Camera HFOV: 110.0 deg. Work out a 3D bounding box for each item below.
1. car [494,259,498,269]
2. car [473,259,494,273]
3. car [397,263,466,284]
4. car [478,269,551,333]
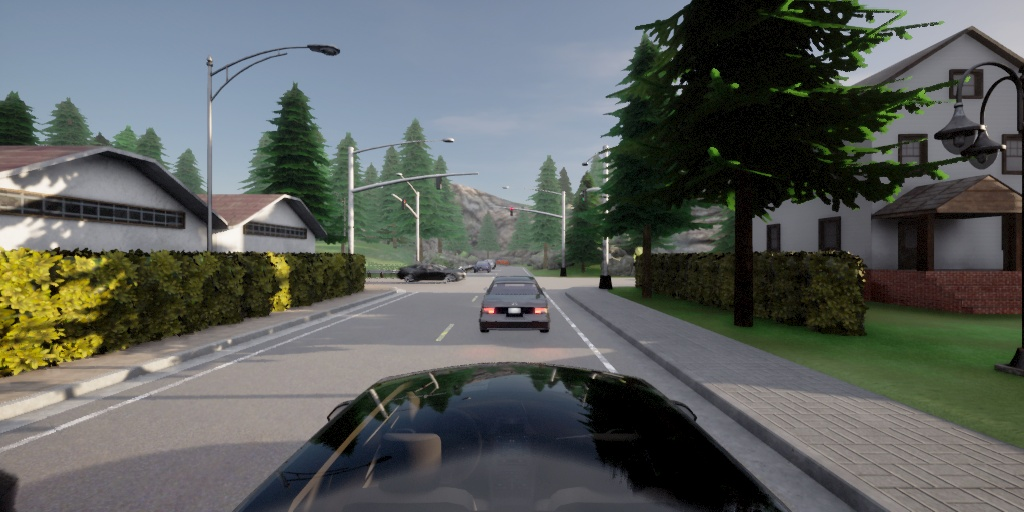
[{"bbox_3d":[-3.561,1.276,53.665,1.812,1.442,4.674,0,0,0],"label":"car"},{"bbox_3d":[-3.567,1.276,43.648,1.812,1.442,4.674,0,0,0],"label":"car"},{"bbox_3d":[-5.877,1.237,26.262,4.902,1.511,2.128,0,0,0],"label":"car"},{"bbox_3d":[0.076,1.297,10.729,2.033,1.411,5.357,0,0,0],"label":"car"}]
